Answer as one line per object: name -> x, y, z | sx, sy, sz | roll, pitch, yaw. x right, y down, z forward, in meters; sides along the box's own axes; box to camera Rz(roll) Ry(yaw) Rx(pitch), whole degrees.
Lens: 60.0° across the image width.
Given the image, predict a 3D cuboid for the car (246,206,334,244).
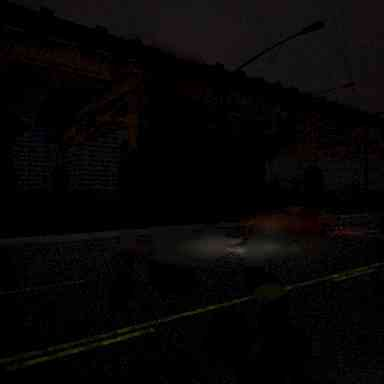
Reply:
car -> 4.792, 1.477, 15.977 | 5.008, 1.535, 1.882 | 0, 0, -35
